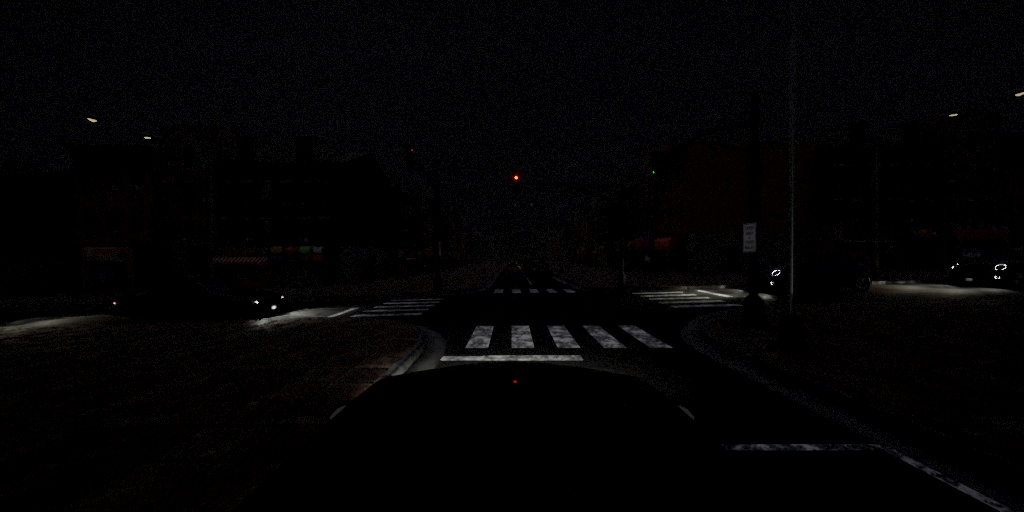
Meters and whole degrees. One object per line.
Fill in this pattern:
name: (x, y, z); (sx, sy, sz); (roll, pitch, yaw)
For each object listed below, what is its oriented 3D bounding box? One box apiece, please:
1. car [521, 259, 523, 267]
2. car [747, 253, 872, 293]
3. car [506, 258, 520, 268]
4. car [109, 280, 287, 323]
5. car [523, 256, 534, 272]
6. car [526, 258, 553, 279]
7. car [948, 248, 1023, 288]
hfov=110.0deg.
car: (2.634, 1.126, 43.970); (2.192, 1.841, 5.009); (0, 0, 0)
car: (13.359, 0.685, 16.355); (4.553, 1.767, 2.097); (-1, 0, 1)
car: (0.094, 1.398, 62.697); (1.812, 1.442, 4.674); (0, 0, 0)
car: (-11.530, 1.608, 13.337); (5.357, 1.411, 2.033); (-2, 0, 0)
car: (2.634, 1.112, 38.567); (2.192, 1.841, 5.009); (0, 0, 0)
car: (2.635, 1.225, 33.166); (1.967, 1.591, 4.097); (0, 0, 0)
car: (23.077, 0.434, 16.351); (4.553, 1.767, 2.097); (-1, 0, 0)
